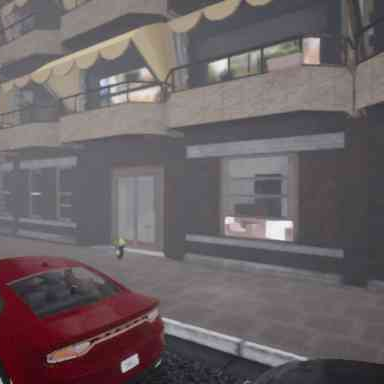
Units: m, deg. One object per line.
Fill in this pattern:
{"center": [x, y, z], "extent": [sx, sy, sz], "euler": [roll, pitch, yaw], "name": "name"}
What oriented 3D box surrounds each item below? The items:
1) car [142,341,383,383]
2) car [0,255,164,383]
{"center": [2.127, 1.544, 1.344], "extent": [4.403, 1.369, 2.008], "euler": [0, 1, 36], "name": "car"}
{"center": [-2.433, 1.575, 4.599], "extent": [4.507, 1.381, 1.887], "euler": [0, 1, 36], "name": "car"}
